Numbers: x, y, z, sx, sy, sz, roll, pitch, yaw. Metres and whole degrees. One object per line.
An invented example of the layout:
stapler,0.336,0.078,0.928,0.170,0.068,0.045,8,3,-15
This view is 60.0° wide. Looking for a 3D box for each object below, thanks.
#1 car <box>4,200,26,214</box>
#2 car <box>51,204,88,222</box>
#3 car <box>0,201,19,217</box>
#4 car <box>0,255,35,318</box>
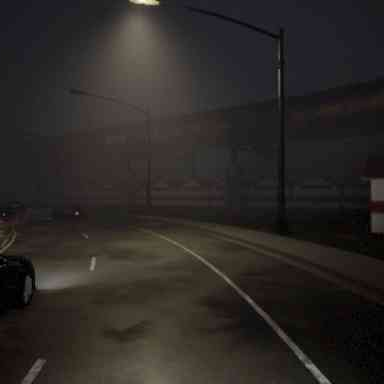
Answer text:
car,-20.434,1.674,37.124,4.902,1.511,2.128,0,0,36
car,-10.362,1.675,27.946,1.994,1.385,4.181,0,0,-38
car,-18.793,1.764,31.685,4.718,1.301,1.895,0,0,39
car,-3.981,1.537,4.999,1.837,1.490,4.892,0,0,-7
